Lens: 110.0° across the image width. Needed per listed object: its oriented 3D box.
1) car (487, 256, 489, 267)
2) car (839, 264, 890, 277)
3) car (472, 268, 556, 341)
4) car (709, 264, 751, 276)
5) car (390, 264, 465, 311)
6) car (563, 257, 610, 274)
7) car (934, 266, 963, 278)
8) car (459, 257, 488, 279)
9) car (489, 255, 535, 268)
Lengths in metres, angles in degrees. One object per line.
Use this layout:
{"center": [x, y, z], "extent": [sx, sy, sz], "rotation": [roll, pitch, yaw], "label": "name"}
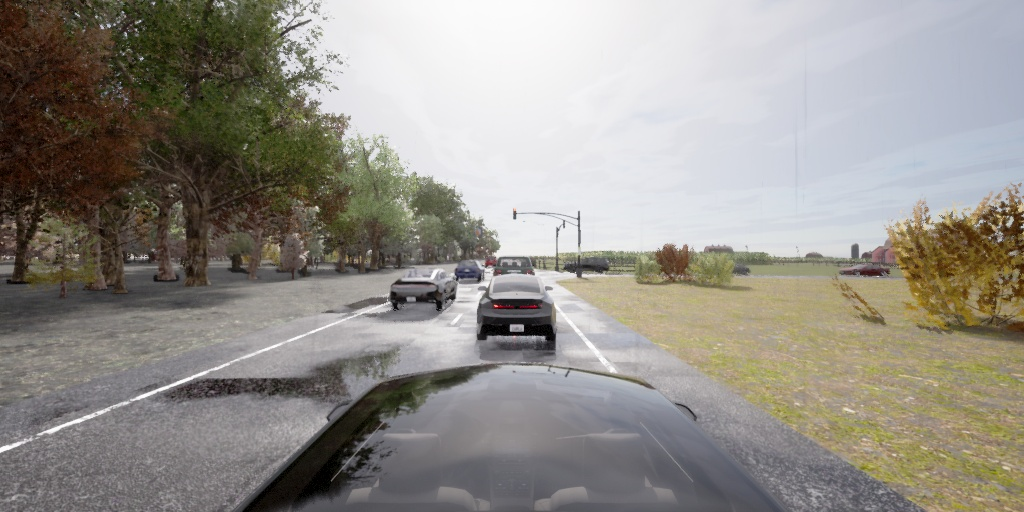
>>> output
{"center": [-3.395, 0.978, 62.050], "extent": [2.150, 2.045, 5.566], "rotation": [0, 0, 0], "label": "car"}
{"center": [42.006, 1.743, 42.837], "extent": [5.008, 1.535, 1.882], "rotation": [1, -1, 0], "label": "car"}
{"center": [0.101, 1.257, 9.895], "extent": [1.837, 1.490, 4.892], "rotation": [0, 0, 0], "label": "car"}
{"center": [26.001, 1.617, 42.926], "extent": [4.674, 1.442, 1.812], "rotation": [1, -1, 0], "label": "car"}
{"center": [-3.398, 1.244, 14.516], "extent": [2.128, 1.511, 4.902], "rotation": [0, 0, 0], "label": "car"}
{"center": [9.073, 1.143, 43.817], "extent": [5.566, 2.045, 2.150], "rotation": [1, 0, 12], "label": "car"}
{"center": [48.935, 1.807, 39.221], "extent": [4.674, 1.442, 1.812], "rotation": [1, -1, 0], "label": "car"}
{"center": [-3.398, 1.107, 29.285], "extent": [2.097, 1.767, 4.553], "rotation": [0, 0, 0], "label": "car"}
{"center": [0.104, 0.976, 19.810], "extent": [2.150, 2.045, 5.566], "rotation": [0, 0, 0], "label": "car"}
